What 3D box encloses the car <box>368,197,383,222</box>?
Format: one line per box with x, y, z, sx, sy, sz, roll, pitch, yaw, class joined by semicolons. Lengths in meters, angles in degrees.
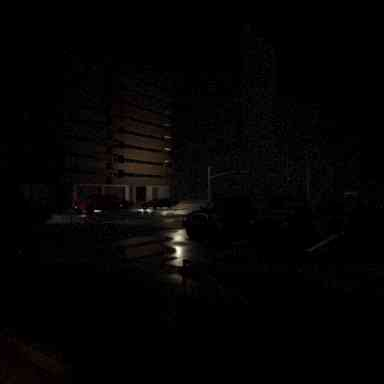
15.945;1.395;27.283;1.970;1.475;3.806;0;0;34;car

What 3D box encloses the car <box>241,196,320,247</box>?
3.920;1.156;14.329;1.905;1.878;3.866;0;0;34;car

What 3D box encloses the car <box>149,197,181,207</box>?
-4.110;1.547;51.711;2.033;1.411;5.357;0;0;35;car

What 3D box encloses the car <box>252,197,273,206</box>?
12.101;1.526;56.746;1.812;1.442;4.674;0;0;34;car

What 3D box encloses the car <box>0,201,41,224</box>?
-13.905;1.477;24.251;1.882;1.535;5.008;0;0;34;car

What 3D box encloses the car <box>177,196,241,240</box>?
1.553;1.153;15.995;1.932;1.855;4.605;0;0;34;car

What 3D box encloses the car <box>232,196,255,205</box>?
9.168;1.491;58.649;2.128;1.511;4.902;0;0;34;car

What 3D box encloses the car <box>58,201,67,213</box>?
-15.317;1.601;35.090;1.895;1.301;4.718;0;0;34;car

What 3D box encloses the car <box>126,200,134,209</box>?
-9.942;1.547;43.095;2.033;1.411;5.357;0;0;34;car

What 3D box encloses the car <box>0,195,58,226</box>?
-11.824;1.221;21.073;2.150;2.045;5.566;0;0;34;car

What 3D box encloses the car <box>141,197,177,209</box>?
-4.487;1.547;44.925;2.033;1.411;5.357;0;0;34;car

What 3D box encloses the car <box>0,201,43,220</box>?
-15.400;1.564;28.687;1.994;1.385;4.181;0;0;34;car

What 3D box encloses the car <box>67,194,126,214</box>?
-10.295;1.221;36.288;2.150;2.045;5.566;0;0;34;car
